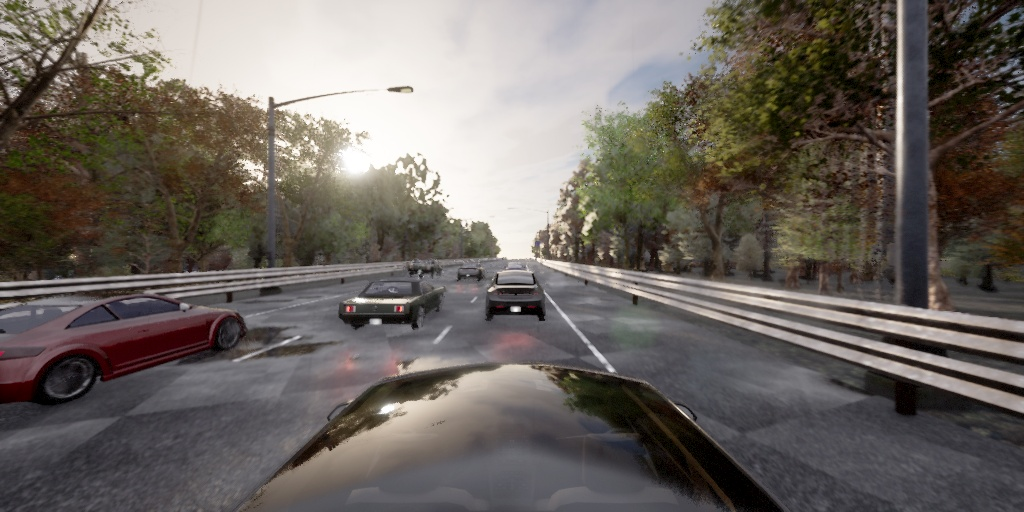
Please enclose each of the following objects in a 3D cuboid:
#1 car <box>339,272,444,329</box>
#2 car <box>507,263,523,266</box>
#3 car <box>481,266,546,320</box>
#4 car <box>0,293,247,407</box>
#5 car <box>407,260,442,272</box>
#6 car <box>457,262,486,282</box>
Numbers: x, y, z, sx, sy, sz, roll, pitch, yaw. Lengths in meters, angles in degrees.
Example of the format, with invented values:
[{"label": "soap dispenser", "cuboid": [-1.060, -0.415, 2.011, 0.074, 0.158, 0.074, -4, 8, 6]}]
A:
[{"label": "car", "cuboid": [-3.401, 1.354, 11.181, 1.895, 1.301, 4.718, 0, 0, 0]}, {"label": "car", "cuboid": [0.265, 1.284, 30.764, 1.812, 1.442, 4.674, 0, 0, 1]}, {"label": "car", "cuboid": [0.112, 1.258, 12.562, 1.837, 1.490, 4.892, 0, 0, 0]}, {"label": "car", "cuboid": [-6.936, 1.325, 6.289, 1.994, 1.385, 4.181, 0, 0, 0]}, {"label": "car", "cuboid": [-6.725, 1.038, 28.219, 1.895, 1.301, 4.718, 3, -4, -1]}, {"label": "car", "cuboid": [-3.255, 1.250, 29.199, 2.128, 1.511, 4.902, 0, 0, 1]}]
